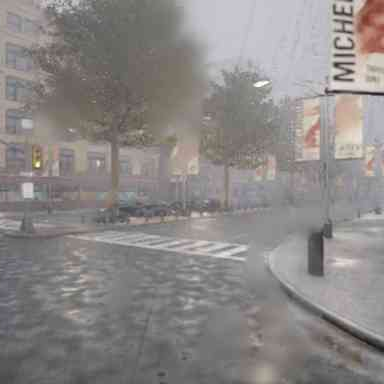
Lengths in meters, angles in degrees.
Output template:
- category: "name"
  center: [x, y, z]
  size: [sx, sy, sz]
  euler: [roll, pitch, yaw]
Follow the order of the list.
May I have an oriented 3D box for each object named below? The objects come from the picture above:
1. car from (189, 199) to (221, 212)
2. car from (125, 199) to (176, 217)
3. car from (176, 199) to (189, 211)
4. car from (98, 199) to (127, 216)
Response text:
- category: "car"
  center: [2.016, 1.517, 39.256]
  size: [1.812, 1.442, 4.674]
  euler: [0, 0, 35]
- category: "car"
  center: [-3.823, 1.555, 31.048]
  size: [1.994, 1.385, 4.181]
  euler: [0, 0, 35]
- category: "car"
  center: [-1.181, 1.553, 40.807]
  size: [1.994, 1.385, 4.181]
  euler: [0, 0, 36]
- category: "car"
  center: [-6.950, 1.481, 32.672]
  size: [2.128, 1.511, 4.902]
  euler: [0, 0, 35]
